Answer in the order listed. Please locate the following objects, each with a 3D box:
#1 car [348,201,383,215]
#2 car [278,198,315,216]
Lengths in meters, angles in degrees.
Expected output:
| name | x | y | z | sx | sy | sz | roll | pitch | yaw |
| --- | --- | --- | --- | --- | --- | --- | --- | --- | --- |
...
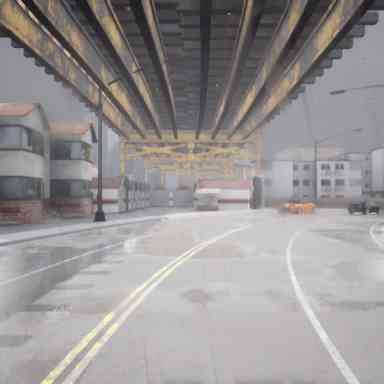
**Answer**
| name | x | y | z | sx | sy | sz | roll | pitch | yaw |
| --- | --- | --- | --- | --- | --- | --- | --- | --- | --- |
| car | 18.661 | 1.673 | 35.718 | 4.902 | 1.511 | 2.128 | 1 | -1 | -36 |
| car | 10.603 | 1.437 | 33.645 | 4.553 | 1.767 | 2.097 | 1 | -1 | -44 |
